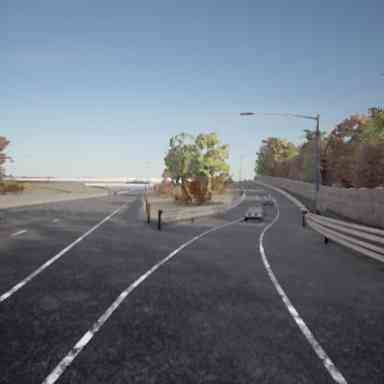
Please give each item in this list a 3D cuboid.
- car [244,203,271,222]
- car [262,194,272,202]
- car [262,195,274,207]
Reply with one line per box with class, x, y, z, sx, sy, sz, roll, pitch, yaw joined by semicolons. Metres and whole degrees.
car;6.384;2.194;33.150;2.033;1.411;5.357;1;0;17
car;15.422;1.276;68.786;1.895;1.301;4.718;1;4;10
car;13.326;1.795;58.872;1.837;1.490;4.892;1;2;12
